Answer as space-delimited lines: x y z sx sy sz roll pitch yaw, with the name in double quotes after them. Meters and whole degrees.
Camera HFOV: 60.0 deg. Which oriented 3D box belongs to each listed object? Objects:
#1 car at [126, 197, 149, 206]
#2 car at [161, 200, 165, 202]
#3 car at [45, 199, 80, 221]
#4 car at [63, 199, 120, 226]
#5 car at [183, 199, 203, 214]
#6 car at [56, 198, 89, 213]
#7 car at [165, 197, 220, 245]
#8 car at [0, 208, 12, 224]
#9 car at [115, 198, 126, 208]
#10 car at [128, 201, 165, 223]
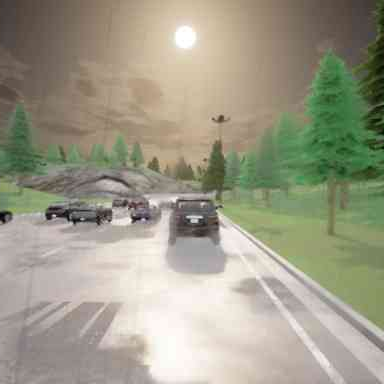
-6.901 1.402 43.986 2.097 1.767 4.553 0 0 0 "car"
-3.401 1.653 45.241 1.895 1.301 4.718 0 0 0 "car"
-10.400 1.536 27.525 1.837 1.490 4.892 0 0 0 "car"
-6.901 1.518 23.429 2.128 1.511 4.902 0 0 0 "car"
0.099 1.591 37.838 2.033 1.411 5.357 0 0 0 "car"
-13.935 1.538 39.050 2.128 1.511 4.902 0 0 0 "car"
0.098 1.240 15.881 2.150 2.045 5.566 0 0 0 "car"
-13.985 1.518 22.214 2.128 1.511 4.902 0 0 0 "car"
-10.401 1.548 48.935 2.128 1.511 4.902 0 0 0 "car"
-3.402 1.630 25.549 1.895 1.301 4.718 0 0 0 "car"
